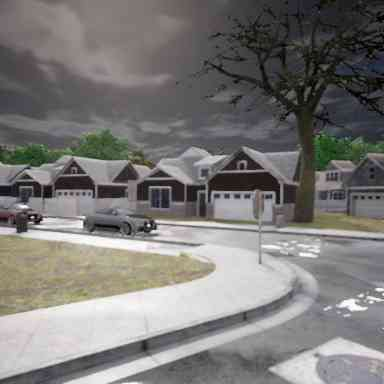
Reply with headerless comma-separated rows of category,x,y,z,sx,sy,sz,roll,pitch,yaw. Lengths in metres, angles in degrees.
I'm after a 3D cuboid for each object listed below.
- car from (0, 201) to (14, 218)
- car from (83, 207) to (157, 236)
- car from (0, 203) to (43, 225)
car,-18.113,1.485,29.265,4.718,1.301,1.895,0,0,28
car,-3.956,1.546,18.176,4.181,1.385,1.994,0,0,30
car,-12.207,1.477,22.798,4.181,1.385,1.994,0,0,29
